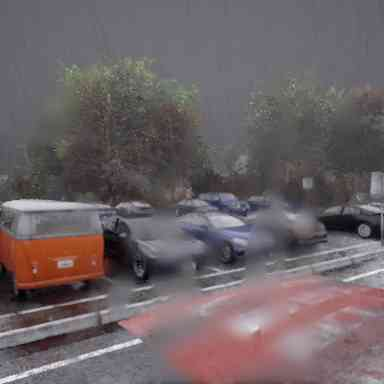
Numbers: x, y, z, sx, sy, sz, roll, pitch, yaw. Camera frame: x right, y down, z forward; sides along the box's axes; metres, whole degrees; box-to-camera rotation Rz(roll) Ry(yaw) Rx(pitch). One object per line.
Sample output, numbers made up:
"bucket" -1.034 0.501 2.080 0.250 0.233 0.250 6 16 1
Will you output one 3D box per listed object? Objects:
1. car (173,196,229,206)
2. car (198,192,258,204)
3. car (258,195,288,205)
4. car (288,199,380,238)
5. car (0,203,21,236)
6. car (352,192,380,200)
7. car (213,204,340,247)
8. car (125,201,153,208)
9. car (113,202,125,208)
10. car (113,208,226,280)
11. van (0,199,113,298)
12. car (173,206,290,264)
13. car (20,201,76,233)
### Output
"car" 0.272 1.321 26.858 2.231 1.521 4.892 -1 0 -36
"car" 2.481 1.045 28.407 2.435 2.045 5.566 -1 0 -36
"car" 7.192 1.111 31.757 2.185 1.767 4.553 0 0 -36
"car" 7.695 1.320 16.696 2.097 1.535 5.008 -1 0 -36
"car" -11.195 1.460 18.622 2.163 1.488 4.792 -1 0 -36
"car" 12.293 1.019 19.979 2.435 2.045 5.566 -1 0 -36
"car" 3.109 1.406 13.396 2.002 1.452 4.674 -1 0 -36
"car" -4.302 1.367 23.546 2.231 1.521 4.892 -1 0 -36
"car" -6.593 1.387 21.894 2.097 1.535 5.008 -1 0 -36
"car" -1.462 1.438 10.071 2.163 1.488 4.792 -1 0 -36
"van" -3.841 1.204 8.537 1.878 1.987 4.442 -1 0 -36
"car" 0.812 1.427 11.748 2.002 1.452 4.674 -1 0 -36
"car" -8.884 1.408 20.244 2.097 1.535 5.008 -1 0 -36
